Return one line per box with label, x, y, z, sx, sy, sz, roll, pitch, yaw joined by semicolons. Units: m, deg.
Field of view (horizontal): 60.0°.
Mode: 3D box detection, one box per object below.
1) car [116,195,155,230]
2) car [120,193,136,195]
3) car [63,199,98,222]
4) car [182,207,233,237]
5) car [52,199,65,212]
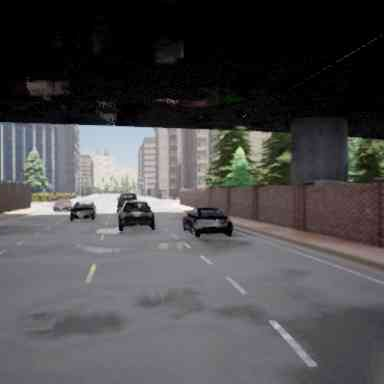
car;-3.536;1.310;20.848;2.097;1.767;4.553;0;0;-12
car;-7.095;1.154;36.742;2.150;2.045;5.566;0;0;-13
car;-8.574;1.468;26.545;2.128;1.511;4.902;0;0;-13
car;0.723;1.501;17.762;1.994;1.385;4.181;0;0;-12
car;-14.825;1.509;38.629;1.812;1.442;4.674;0;0;-12
